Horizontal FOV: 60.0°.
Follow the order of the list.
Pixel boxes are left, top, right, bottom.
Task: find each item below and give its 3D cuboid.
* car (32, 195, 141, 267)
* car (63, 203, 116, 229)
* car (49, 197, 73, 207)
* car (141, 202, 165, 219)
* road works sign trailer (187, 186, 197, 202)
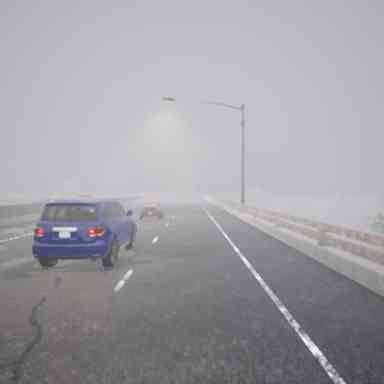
[{"bbox_3d":[-3.397,1.239,11.551,2.150,2.045,5.566,0,0,0],"label":"car"},{"bbox_3d":[-6.896,1.581,23.007,2.033,1.411,5.357,0,0,0],"label":"car"},{"bbox_3d":[-21.037,1.541,53.800,1.882,1.535,5.008,0,0,1],"label":"car"},{"bbox_3d":[-3.395,1.567,29.200,1.812,1.442,4.674,0,0,0],"label":"car"},{"bbox_3d":[0.011,0.537,75.474,2.380,3.560,2.880,0,0,0],"label":"road works sign trailer"}]
